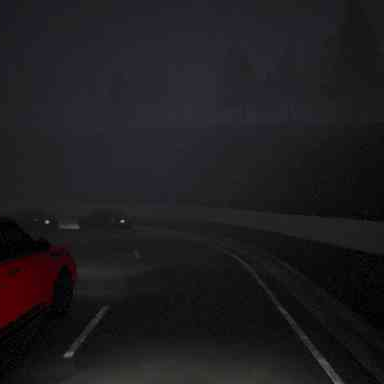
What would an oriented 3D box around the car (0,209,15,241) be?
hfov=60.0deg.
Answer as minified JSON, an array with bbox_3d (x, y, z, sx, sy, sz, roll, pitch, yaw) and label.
[{"bbox_3d":[-11.704,1.655,17.598,4.902,1.511,2.128,0,-1,35],"label":"car"}]

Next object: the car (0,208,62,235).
[{"bbox_3d":[-10.324,1.759,20.806,4.181,1.385,1.994,0,-1,31],"label":"car"}]

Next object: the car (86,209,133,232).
[{"bbox_3d":[-5.690,1.768,21.642,4.181,1.385,1.994,-1,-1,44],"label":"car"}]

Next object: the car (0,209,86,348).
[{"bbox_3d":[-3.399,1.262,4.331,2.150,2.045,5.566,0,-1,0],"label":"car"}]
